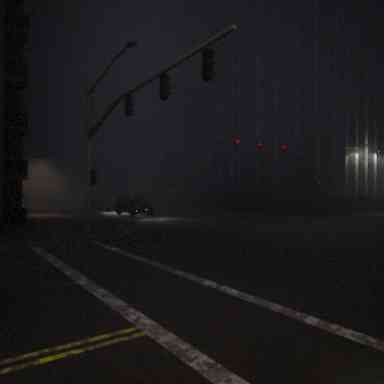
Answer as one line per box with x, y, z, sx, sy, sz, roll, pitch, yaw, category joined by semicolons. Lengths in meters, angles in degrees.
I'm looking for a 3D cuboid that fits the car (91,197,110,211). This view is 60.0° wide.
-11.803;1.590;41.877;2.128;1.511;4.902;0;0;-35;car

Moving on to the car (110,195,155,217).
-5.835;1.319;33.314;2.150;2.045;5.566;0;0;-35;car

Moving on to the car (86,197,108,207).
-15.353;1.602;53.381;1.882;1.535;5.008;0;0;-35;car
